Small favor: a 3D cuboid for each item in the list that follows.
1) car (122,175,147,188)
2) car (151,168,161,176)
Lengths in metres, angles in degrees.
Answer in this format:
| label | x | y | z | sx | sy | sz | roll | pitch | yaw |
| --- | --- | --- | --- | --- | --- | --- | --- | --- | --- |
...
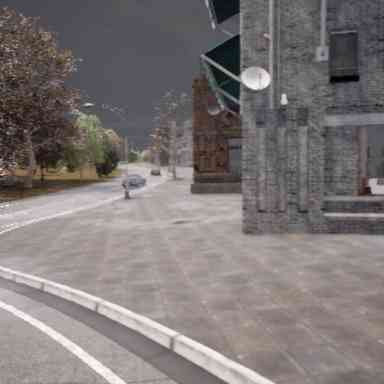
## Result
| label | x | y | z | sx | sy | sz | roll | pitch | yaw |
| --- | --- | --- | --- | --- | --- | --- | --- | --- | --- |
| car | -6.912 | -1.341 | 40.033 | 2.033 | 1.411 | 5.357 | 0 | 6 | 5 |
| car | -7.004 | -3.931 | 63.975 | 2.128 | 1.511 | 4.902 | 0 | 6 | -7 |
